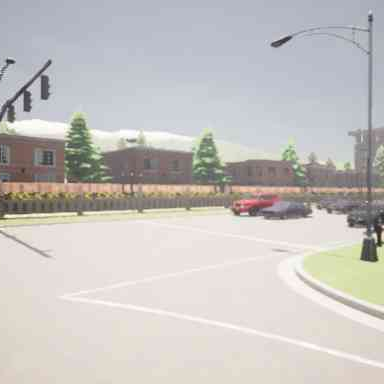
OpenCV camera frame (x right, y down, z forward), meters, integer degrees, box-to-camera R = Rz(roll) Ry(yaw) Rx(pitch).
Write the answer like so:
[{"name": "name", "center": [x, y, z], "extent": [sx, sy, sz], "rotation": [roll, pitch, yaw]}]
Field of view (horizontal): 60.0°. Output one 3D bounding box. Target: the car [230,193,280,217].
[{"name": "car", "center": [5.973, 1.087, 30.292], "extent": [5.566, 2.045, 2.150], "rotation": [0, 0, -40]}]

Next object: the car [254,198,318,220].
[{"name": "car", "center": [7.797, 1.433, 27.263], "extent": [5.357, 1.411, 2.033], "rotation": [0, 0, -40]}]

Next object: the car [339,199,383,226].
[{"name": "car", "center": [11.758, 1.433, 21.454], "extent": [4.892, 1.490, 1.837], "rotation": [0, 0, -40]}]

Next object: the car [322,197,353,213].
[{"name": "car", "center": [15.439, 1.404, 33.604], "extent": [4.674, 1.442, 1.812], "rotation": [0, 0, -40]}]

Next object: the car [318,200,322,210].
[{"name": "car", "center": [16.407, 1.359, 38.952], "extent": [4.892, 1.490, 1.837], "rotation": [0, 0, -40]}]
